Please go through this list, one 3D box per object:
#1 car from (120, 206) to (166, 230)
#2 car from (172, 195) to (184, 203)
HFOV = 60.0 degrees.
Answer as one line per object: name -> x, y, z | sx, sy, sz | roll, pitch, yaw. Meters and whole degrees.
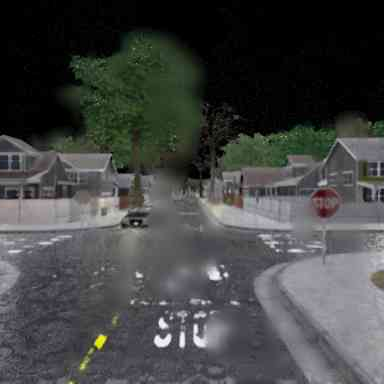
car -> -2.922, 1.560, 20.755 | 1.994, 1.385, 4.181 | 0, 1, 7
car -> -2.735, 1.350, 66.022 | 1.837, 1.490, 4.892 | 0, 0, 0
